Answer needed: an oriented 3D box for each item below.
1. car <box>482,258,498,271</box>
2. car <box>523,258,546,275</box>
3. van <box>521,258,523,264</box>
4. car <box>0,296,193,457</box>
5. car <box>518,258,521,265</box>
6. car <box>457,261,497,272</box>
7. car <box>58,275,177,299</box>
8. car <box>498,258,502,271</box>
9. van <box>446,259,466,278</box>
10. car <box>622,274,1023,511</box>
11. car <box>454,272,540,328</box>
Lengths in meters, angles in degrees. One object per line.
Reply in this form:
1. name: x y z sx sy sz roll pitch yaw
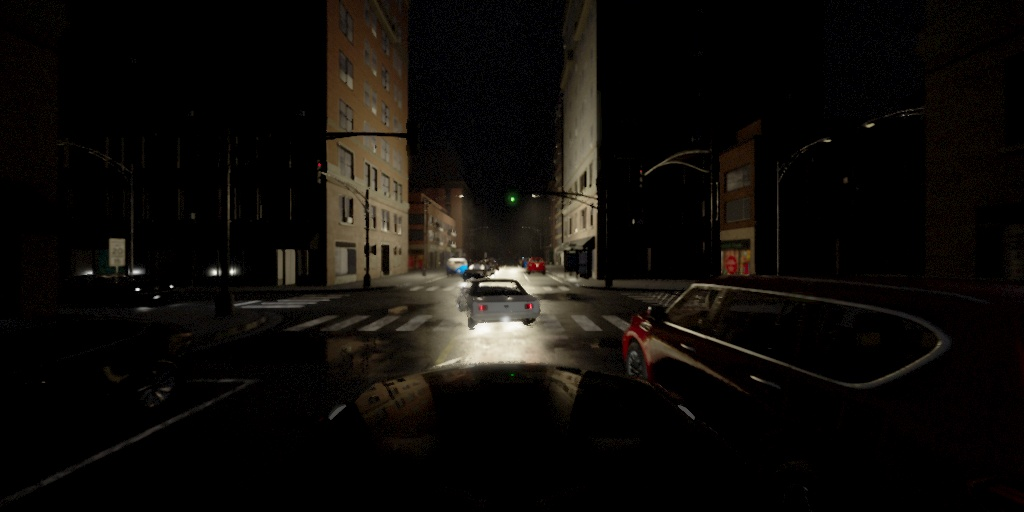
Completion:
1. car: -2.835 1.326 40.061 1.837 1.490 4.892 0 0 0
2. car: 2.706 1.137 40.701 2.192 1.841 5.009 0 0 0
3. van: 2.691 1.192 56.920 1.690 1.789 3.998 0 0 0
4. car: -5.387 1.319 3.330 1.948 1.339 4.313 0 0 0
5. car: 2.686 1.176 62.327 2.192 1.841 5.009 0 0 0
6. car: -2.820 1.351 30.229 2.033 1.411 5.357 0 0 4
7. car: -17.265 1.446 15.209 4.718 1.301 1.895 0 0 0
8. car: -2.805 1.404 50.125 1.994 1.385 4.181 0 0 0
9. van: -5.407 1.154 35.294 1.690 1.789 3.998 0 0 0
10. car: 2.638 1.067 3.330 2.192 1.841 5.009 0 0 0
11. car: -0.662 1.370 11.529 1.895 1.301 4.718 0 0 -13
